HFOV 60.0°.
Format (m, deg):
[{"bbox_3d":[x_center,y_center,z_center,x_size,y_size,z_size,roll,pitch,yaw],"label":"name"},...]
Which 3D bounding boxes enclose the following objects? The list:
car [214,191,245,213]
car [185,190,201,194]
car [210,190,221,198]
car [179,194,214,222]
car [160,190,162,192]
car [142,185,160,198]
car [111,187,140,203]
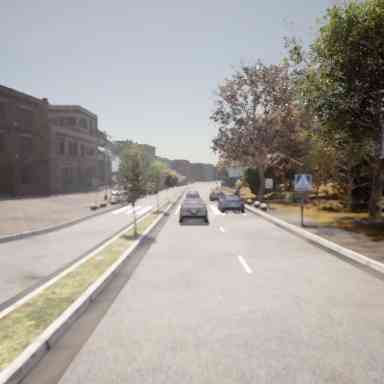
[{"bbox_3d":[3.253,0.926,28.261,1.994,1.385,4.181,0,2,0],"label":"car"},{"bbox_3d":[0.105,0.447,42.713,2.033,1.411,5.357,0,2,0],"label":"car"},{"bbox_3d":[3.255,0.448,43.204,1.994,1.385,4.181,0,2,0],"label":"car"},{"bbox_3d":[0.098,1.102,22.111,2.033,1.411,5.357,0,2,0],"label":"car"},{"bbox_3d":[-7.987,-0.427,67.704,2.163,1.488,4.792,0,2,0],"label":"car"},{"bbox_3d":[-8.019,-0.517,62.153,2.435,2.045,5.566,0,2,0],"label":"car"},{"bbox_3d":[-8.144,0.221,39.980,2.435,2.045,5.566,0,2,0],"label":"car"}]
